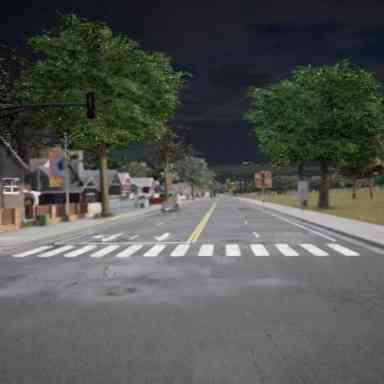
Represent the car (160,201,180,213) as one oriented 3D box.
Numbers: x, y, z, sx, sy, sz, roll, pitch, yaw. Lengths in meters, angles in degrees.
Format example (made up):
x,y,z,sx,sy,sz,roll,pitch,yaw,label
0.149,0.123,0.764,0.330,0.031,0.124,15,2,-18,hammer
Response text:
x,y,z,sx,sy,sz,roll,pitch,yaw,label
-2.666,1.829,41.049,2.128,1.511,4.902,-1,1,5,car
